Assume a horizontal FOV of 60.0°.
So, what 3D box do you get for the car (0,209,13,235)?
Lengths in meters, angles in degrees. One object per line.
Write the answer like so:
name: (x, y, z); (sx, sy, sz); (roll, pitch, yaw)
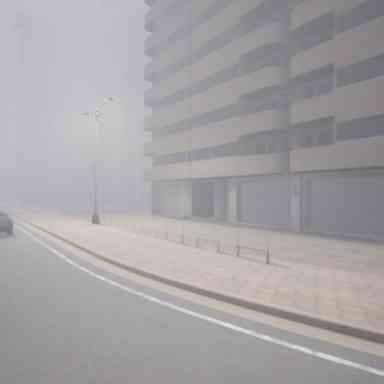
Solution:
car: (-11.301, 1.622, 18.637); (1.994, 1.385, 4.181); (1, 0, -34)
